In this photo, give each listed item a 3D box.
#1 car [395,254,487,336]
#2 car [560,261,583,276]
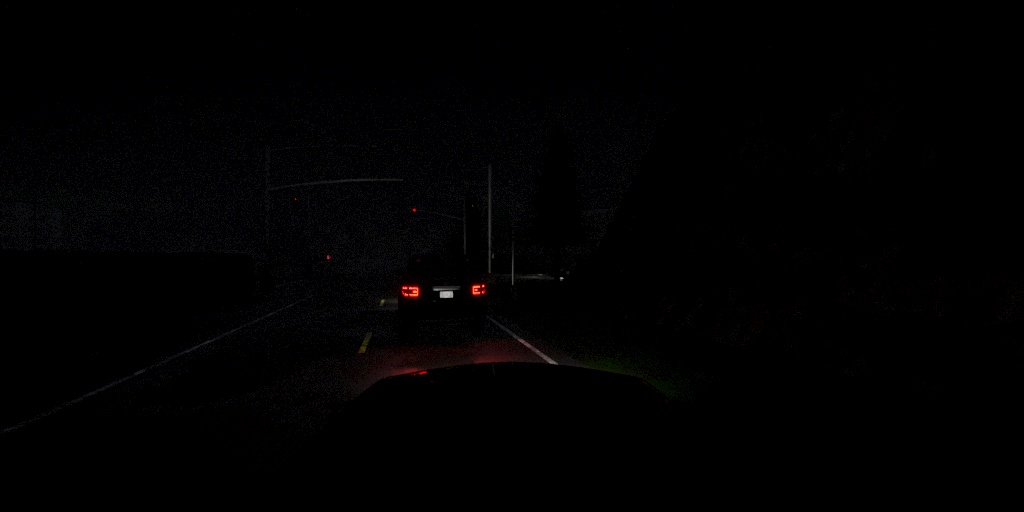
[{"bbox_3d":[-2.256,0.971,10.740,2.150,2.045,5.566,0,0,-17],"label":"car"},{"bbox_3d":[6.571,1.228,35.306,5.008,1.535,1.882,0,0,-19],"label":"car"}]
